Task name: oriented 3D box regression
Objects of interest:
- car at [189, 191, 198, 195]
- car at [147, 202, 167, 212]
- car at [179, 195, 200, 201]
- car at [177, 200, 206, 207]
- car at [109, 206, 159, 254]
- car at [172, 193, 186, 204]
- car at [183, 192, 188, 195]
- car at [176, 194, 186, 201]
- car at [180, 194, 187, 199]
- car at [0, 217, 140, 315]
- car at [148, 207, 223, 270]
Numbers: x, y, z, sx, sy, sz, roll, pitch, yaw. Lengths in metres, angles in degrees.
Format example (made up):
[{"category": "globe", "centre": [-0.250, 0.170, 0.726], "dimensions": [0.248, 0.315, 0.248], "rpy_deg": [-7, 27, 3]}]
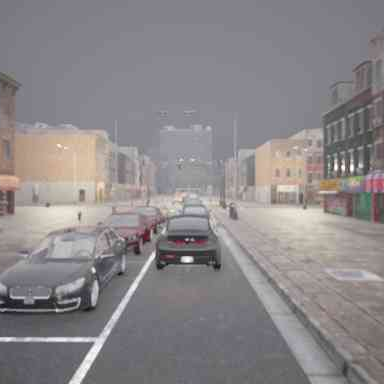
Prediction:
[{"category": "car", "centre": [0.300, 0.887, 86.068], "dimensions": [2.150, 2.045, 5.566], "rpy_deg": [0, 0, 0]}, {"category": "car", "centre": [-2.570, 1.442, 18.515], "dimensions": [1.887, 1.381, 4.507], "rpy_deg": [0, 0, 0]}, {"category": "car", "centre": [0.124, 1.325, 29.379], "dimensions": [1.882, 1.535, 5.008], "rpy_deg": [0, 0, 0]}, {"category": "car", "centre": [0.158, 1.420, 19.110], "dimensions": [1.812, 1.442, 4.674], "rpy_deg": [0, 0, 0]}, {"category": "car", "centre": [-2.589, 1.470, 13.020], "dimensions": [1.887, 1.381, 4.507], "rpy_deg": [0, 0, 0]}, {"category": "car", "centre": [-2.440, 1.274, 55.795], "dimensions": [1.752, 1.417, 4.829], "rpy_deg": [0, 0, 0]}, {"category": "car", "centre": [-2.420, 1.046, 61.408], "dimensions": [2.192, 1.841, 5.009], "rpy_deg": [0, 0, 0]}, {"category": "car", "centre": [-2.383, 1.252, 72.297], "dimensions": [2.008, 1.369, 4.403], "rpy_deg": [0, 0, 0]}, {"category": "car", "centre": [-2.307, 1.198, 94.073], "dimensions": [1.887, 1.381, 4.507], "rpy_deg": [0, 0, 0]}, {"category": "car", "centre": [-2.608, 1.506, 7.526], "dimensions": [2.008, 1.369, 4.403], "rpy_deg": [0, 0, 0]}, {"category": "car", "centre": [-0.052, 1.442, 10.828], "dimensions": [1.837, 1.490, 4.892], "rpy_deg": [0, 0, 2]}]
